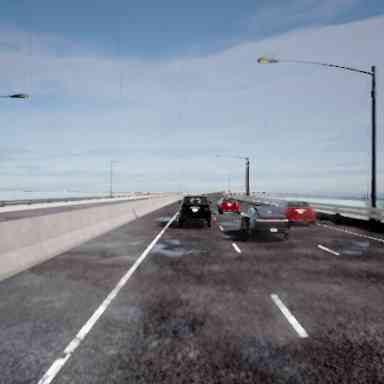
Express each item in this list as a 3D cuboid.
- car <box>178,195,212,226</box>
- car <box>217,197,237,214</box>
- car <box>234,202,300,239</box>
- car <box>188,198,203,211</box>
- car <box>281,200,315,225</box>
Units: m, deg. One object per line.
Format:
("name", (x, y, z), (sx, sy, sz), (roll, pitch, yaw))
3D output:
("car", (0.215, 1.227, 23.421), (2.150, 2.045, 5.566), (0, 0, 1))
("car", (3.859, 1.355, 36.004), (2.097, 1.767, 4.553), (0, 0, 1))
("car", (3.668, 1.497, 17.284), (2.128, 1.511, 4.902), (0, 0, 0))
("car", (0.434, 1.525, 42.125), (1.812, 1.442, 4.674), (0, 0, 1))
("car", (7.225, 1.358, 24.188), (2.097, 1.767, 4.553), (0, 0, 1))
